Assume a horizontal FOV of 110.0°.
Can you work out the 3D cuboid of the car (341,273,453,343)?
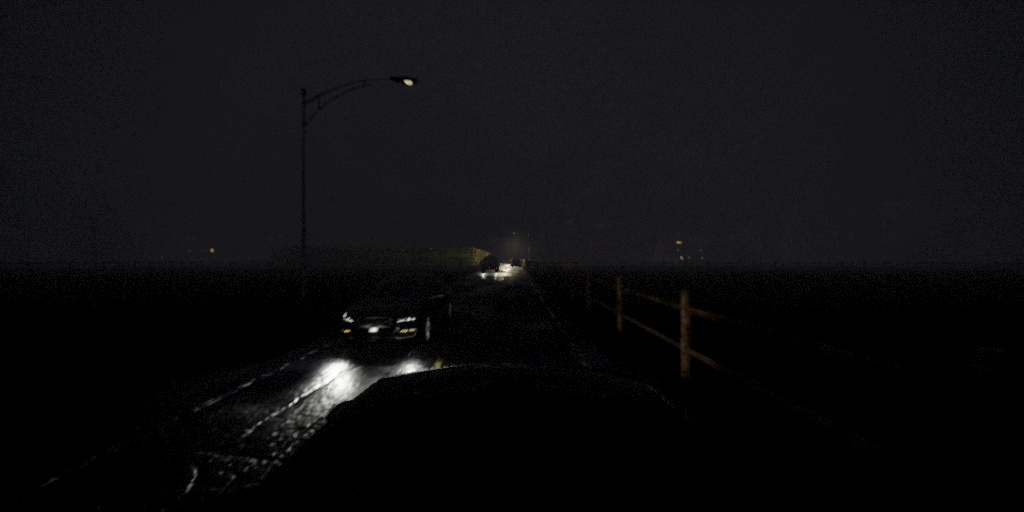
[{"bbox_3d":[-2.832,1.260,9.799,1.837,1.490,4.892,0,0,0],"label":"car"}]

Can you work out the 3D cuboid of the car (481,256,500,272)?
[{"bbox_3d":[-2.812,1.044,47.050,2.150,2.045,5.566,0,0,0],"label":"car"}]
